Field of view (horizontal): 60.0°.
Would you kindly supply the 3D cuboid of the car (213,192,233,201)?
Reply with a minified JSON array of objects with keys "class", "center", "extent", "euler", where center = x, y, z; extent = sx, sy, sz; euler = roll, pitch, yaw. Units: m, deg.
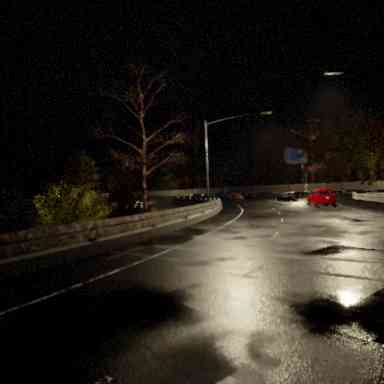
[{"class":"car","center":[6.644,1.180,71.179],"extent":[1.882,1.535,5.008],"euler":[-2,0,-11]}]

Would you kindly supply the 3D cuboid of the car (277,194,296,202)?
[{"class":"car","center":[15.289,1.004,54.340],"extent":[1.895,1.301,4.718],"euler":[-2,0,-1]}]

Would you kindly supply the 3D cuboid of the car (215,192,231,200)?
[{"class":"car","center":[7.614,1.013,82.420],"extent":[2.097,1.767,4.553],"euler":[-2,0,-18]}]

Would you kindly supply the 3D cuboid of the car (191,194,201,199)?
[{"class":"car","center":[1.174,1.223,90.658],"extent":[1.812,1.442,4.674],"euler":[-2,0,-24]}]

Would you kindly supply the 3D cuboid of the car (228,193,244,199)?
[{"class":"car","center":[10.989,1.035,83.351],"extent":[1.837,1.490,4.892],"euler":[-2,0,-18]}]

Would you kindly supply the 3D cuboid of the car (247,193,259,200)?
[{"class":"car","center":[13.215,0.940,74.155],"extent":[1.882,1.535,5.008],"euler":[-2,0,-11]}]

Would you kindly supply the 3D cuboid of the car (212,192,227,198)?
[{"class":"car","center":[7.711,0.815,93.137],"extent":[2.097,1.767,4.553],"euler":[-2,0,-24]}]

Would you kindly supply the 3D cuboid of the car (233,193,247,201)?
[{"class":"car","center":[9.742,1.066,73.704],"extent":[1.882,1.535,5.008],"euler":[-2,0,-11]}]

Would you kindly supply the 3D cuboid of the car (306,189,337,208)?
[{"class":"car","center":[14.291,0.701,36.931],"extent":[2.150,2.045,5.566],"euler":[-2,0,7]}]

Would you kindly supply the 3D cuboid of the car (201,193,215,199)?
[{"class":"car","center":[4.440,1.132,91.911],"extent":[1.994,1.385,4.181],"euler":[-2,0,-24]}]

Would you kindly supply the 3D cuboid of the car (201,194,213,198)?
[{"class":"car","center":[4.464,1.313,80.761],"extent":[2.033,1.411,5.357],"euler":[-2,0,-15]}]
